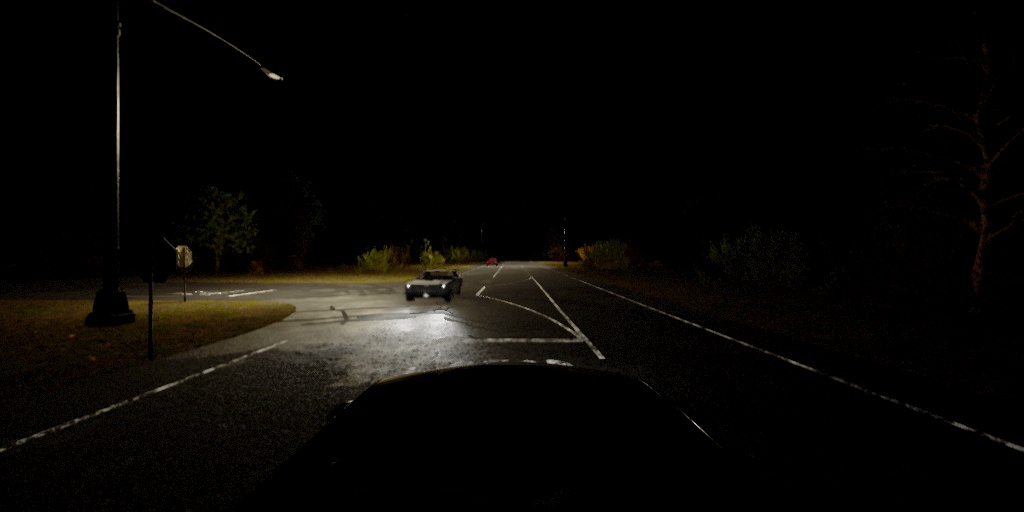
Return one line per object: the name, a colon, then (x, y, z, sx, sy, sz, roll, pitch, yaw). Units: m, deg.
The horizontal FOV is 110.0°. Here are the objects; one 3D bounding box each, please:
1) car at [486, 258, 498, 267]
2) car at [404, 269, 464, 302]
car: (-3.476, 1.058, 63.557, 1.882, 1.535, 5.008, 0, 0, 0)
car: (-3.480, 1.301, 16.707, 1.895, 1.301, 4.718, 0, 0, 0)
